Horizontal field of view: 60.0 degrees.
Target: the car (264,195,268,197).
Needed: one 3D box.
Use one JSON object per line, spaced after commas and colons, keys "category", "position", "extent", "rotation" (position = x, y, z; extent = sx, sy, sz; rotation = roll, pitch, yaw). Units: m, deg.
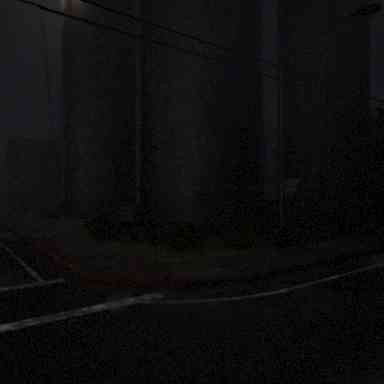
{"category": "car", "position": [14.964, 0.930, 73.170], "extent": [3.866, 1.878, 1.905], "rotation": [2, -5, 11]}
